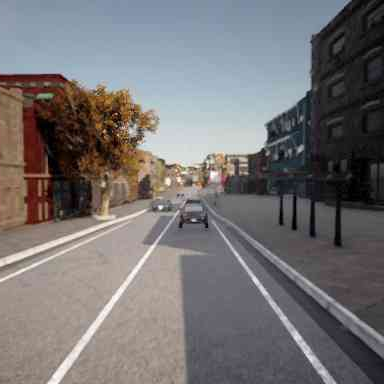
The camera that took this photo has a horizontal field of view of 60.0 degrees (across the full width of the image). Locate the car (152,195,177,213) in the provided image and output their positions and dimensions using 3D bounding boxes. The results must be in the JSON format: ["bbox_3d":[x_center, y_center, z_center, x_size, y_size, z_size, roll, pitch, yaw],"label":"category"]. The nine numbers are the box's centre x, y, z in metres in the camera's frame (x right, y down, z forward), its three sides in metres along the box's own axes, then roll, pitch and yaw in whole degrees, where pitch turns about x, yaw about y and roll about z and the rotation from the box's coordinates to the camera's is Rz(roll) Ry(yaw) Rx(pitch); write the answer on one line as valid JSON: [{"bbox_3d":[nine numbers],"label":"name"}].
[{"bbox_3d":[-3.117,1.373,35.541,2.128,1.511,4.902,0,1,1],"label":"car"}]

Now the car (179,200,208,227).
[{"bbox_3d":[0.113,1.505,22.250,1.812,1.442,4.674,0,0,0],"label":"car"}]

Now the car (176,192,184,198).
[{"bbox_3d":[-2.680,0.760,77.113,1.895,1.301,4.718,0,1,0],"label":"car"}]

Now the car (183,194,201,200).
[{"bbox_3d":[0.172,1.281,42.137,1.882,1.535,5.008,0,1,0],"label":"car"}]
